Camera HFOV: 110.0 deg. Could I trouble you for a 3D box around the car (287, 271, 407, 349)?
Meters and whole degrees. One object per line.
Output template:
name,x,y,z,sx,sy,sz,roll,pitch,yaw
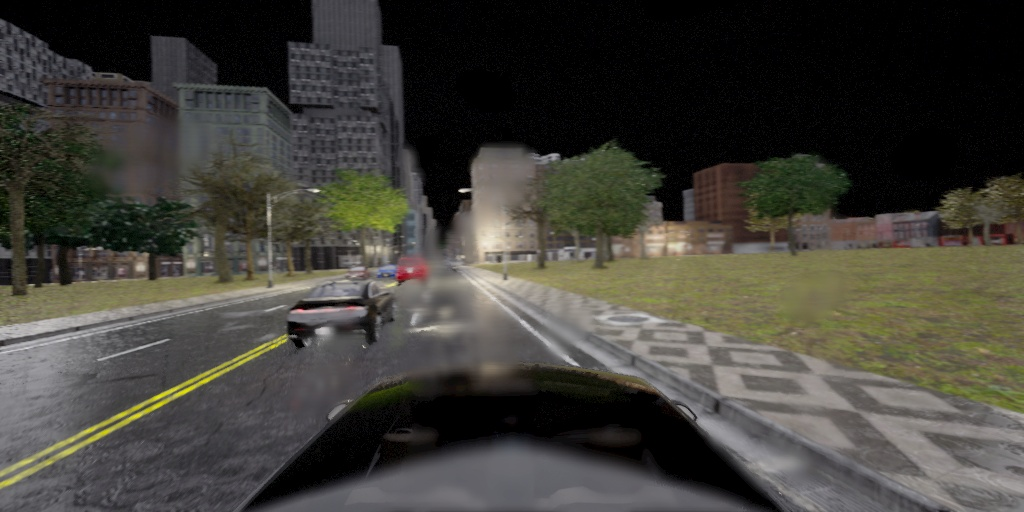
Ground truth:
car,-4.360,1.383,9.861,2.128,1.511,4.902,-2,0,-11

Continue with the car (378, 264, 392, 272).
car,-13.228,1.695,38.716,1.882,1.535,5.008,-2,0,-10

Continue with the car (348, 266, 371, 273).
car,-16.556,1.846,38.864,1.812,1.442,4.674,-2,0,-10

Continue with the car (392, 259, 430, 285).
car,-7.937,1.255,29.021,2.150,2.045,5.566,-2,0,-11

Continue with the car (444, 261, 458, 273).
car,-8.616,1.703,50.436,1.895,1.301,4.718,-2,0,-11
